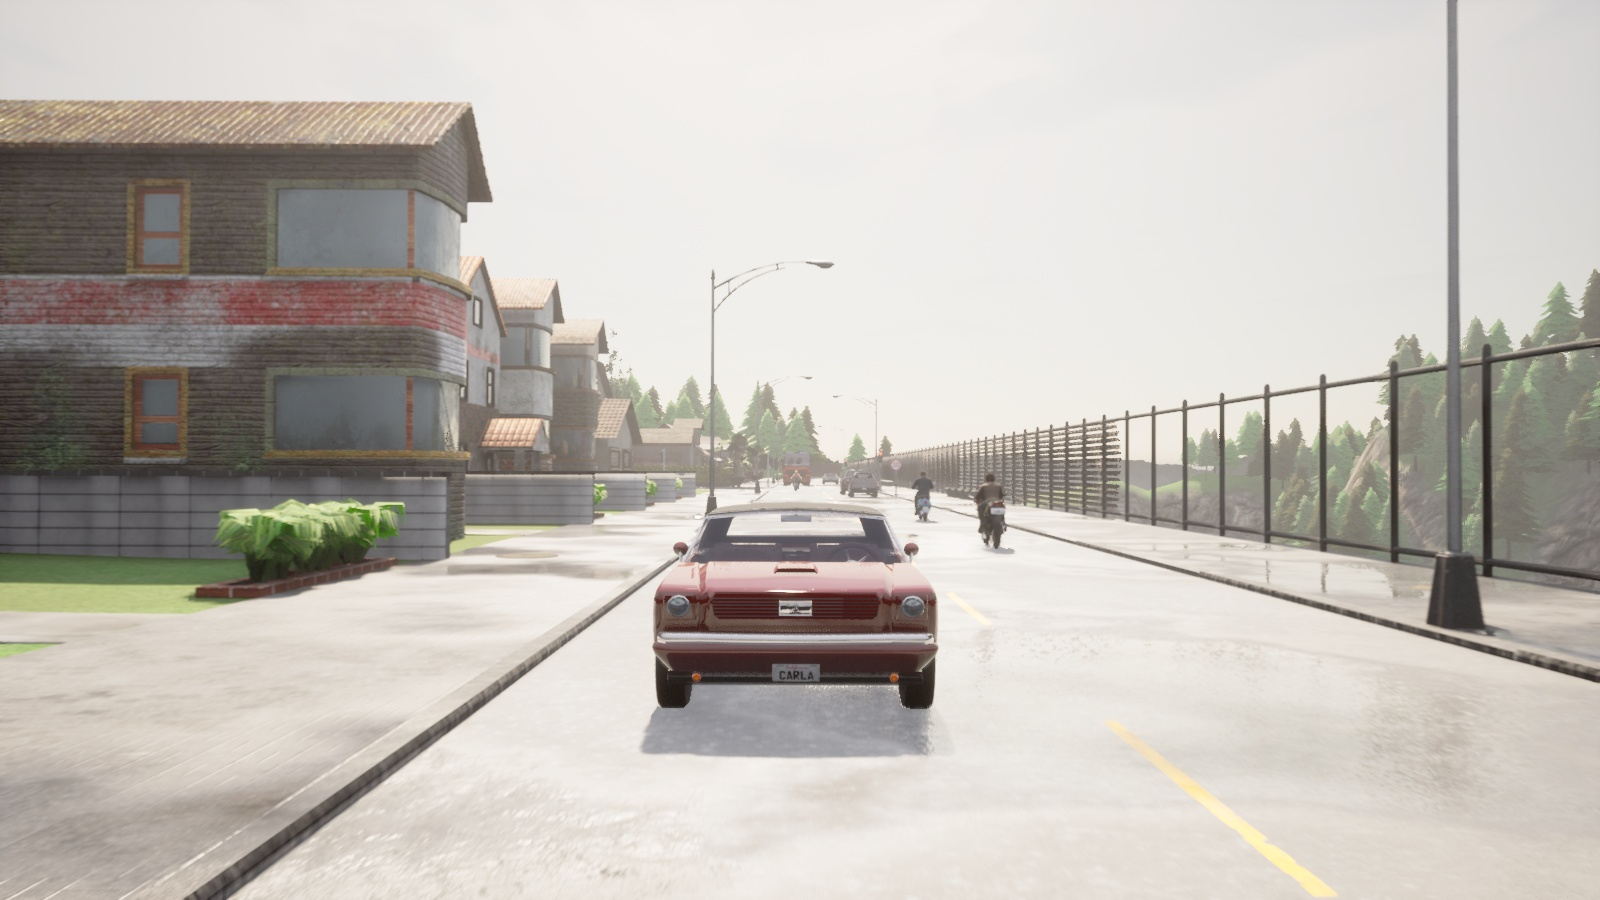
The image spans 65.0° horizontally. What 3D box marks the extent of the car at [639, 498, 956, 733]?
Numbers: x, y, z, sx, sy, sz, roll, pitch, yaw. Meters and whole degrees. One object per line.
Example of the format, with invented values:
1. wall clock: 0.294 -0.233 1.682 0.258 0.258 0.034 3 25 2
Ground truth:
1. car: -0.024 1.081 9.882 1.895 1.301 4.718 0 -1 0

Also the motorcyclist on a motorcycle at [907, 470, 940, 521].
1. motorcyclist on a motorcycle: 3.903 1.419 39.837 0.866 1.590 1.817 0 -1 0

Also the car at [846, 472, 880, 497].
1. car: 3.815 2.091 76.315 1.845 1.501 3.633 0 -1 0

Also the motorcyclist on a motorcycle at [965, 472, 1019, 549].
1. motorcyclist on a motorcycle: 3.937 1.215 25.907 0.797 1.523 2.044 0 -1 0

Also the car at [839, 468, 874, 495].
1. car: 3.794 2.079 84.893 2.097 1.767 4.553 0 -1 0
